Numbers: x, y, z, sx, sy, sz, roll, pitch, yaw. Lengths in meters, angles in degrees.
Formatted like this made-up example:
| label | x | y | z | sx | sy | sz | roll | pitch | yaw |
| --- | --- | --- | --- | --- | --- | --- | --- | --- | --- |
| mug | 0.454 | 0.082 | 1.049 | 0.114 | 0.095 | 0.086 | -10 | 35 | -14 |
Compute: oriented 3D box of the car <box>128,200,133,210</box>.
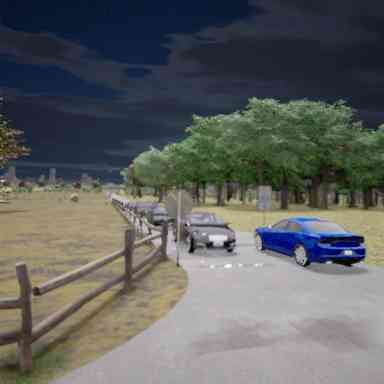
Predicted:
| label | x | y | z | sx | sy | sz | roll | pitch | yaw |
| --- | --- | --- | --- | --- | --- | --- | --- | --- | --- |
| car | -8.095 | 1.920 | 47.195 | 2.128 | 1.511 | 4.902 | 2 | -1 | -14 |

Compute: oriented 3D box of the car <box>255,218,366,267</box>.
| label | x | y | z | sx | sy | sz | roll | pitch | yaw |
| --- | --- | --- | --- | --- | --- | --- | --- | --- | --- |
| car | 4.051 | 1.687 | 12.335 | 1.882 | 1.535 | 5.008 | 2 | -1 | -15 |

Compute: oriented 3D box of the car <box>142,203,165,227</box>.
| label | x | y | z | sx | sy | sz | roll | pitch | yaw |
| --- | --- | --- | --- | --- | --- | --- | --- | --- | --- |
| car | -2.119 | 1.774 | 24.190 | 2.033 | 1.411 | 5.357 | 2 | -1 | -15 |

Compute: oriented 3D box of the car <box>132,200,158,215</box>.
| label | x | y | z | sx | sy | sz | roll | pitch | yaw |
| --- | --- | --- | --- | --- | --- | --- | --- | --- | --- |
| car | -4.770 | 1.820 | 34.284 | 1.837 | 1.490 | 4.892 | 2 | -1 | -15 |

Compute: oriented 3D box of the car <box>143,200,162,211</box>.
| label | x | y | z | sx | sy | sz | roll | pitch | yaw |
| --- | --- | --- | --- | --- | --- | --- | --- | --- | --- |
| car | -6.135 | 2.037 | 51.031 | 2.128 | 1.511 | 4.902 | 2 | -1 | -15 |

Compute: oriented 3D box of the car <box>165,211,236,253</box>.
| label | x | y | z | sx | sy | sz | roll | pitch | yaw |
| --- | --- | --- | --- | --- | --- | --- | --- | --- | --- |
| car | 0.402 | 1.631 | 14.469 | 2.128 | 1.511 | 4.902 | 2 | -1 | -14 |
